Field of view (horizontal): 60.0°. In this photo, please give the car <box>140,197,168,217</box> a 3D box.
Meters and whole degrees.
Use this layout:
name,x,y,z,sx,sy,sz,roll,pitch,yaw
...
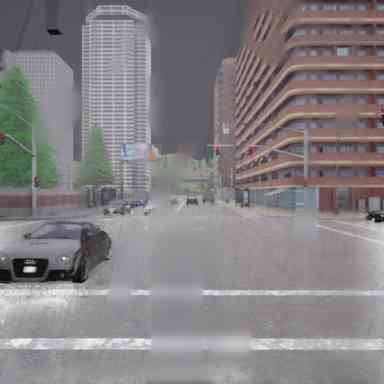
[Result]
name,x,y,z,sx,sy,sz,roll,pitch,yaw
car,-3.541,1.524,31.917,1.812,1.442,4.674,0,0,-2

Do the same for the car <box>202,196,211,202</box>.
name,x,y,z,sx,sy,sz,roll,pitch,yaw
car,3.397,1.574,78.268,1.895,1.301,4.718,0,0,0

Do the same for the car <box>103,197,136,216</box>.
name,x,y,z,sx,sy,sz,roll,pitch,yaw
car,-7.157,1.490,32.153,2.128,1.511,4.902,0,0,1

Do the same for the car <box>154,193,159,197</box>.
name,x,y,z,sx,sy,sz,roll,pitch,yaw
car,-7.089,1.545,67.534,2.033,1.411,5.357,0,0,0

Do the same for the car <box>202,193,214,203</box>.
name,x,y,z,sx,sy,sz,roll,pitch,yaw
car,3.410,1.219,68.701,2.150,2.045,5.566,0,0,0

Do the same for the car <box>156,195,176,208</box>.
name,x,y,z,sx,sy,sz,roll,pitch,yaw
car,-3.658,1.524,47.591,1.812,1.442,4.674,0,0,0

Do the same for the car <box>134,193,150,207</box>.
name,x,y,z,sx,sy,sz,roll,pitch,yaw
car,-7.149,1.211,47.010,2.150,2.045,5.566,0,1,0

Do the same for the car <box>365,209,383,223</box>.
name,x,y,z,sx,sy,sz,roll,pitch,yaw
car,15.001,1.491,23.271,5.357,1.411,2.033,0,0,-12

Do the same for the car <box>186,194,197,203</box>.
name,x,y,z,sx,sy,sz,roll,pitch,yaw
car,-0.091,1.350,69.487,2.097,1.767,4.553,0,0,0

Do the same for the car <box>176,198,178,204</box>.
name,x,y,z,sx,sy,sz,roll,pitch,yaw
car,-3.647,1.524,60.405,1.812,1.442,4.674,0,0,0

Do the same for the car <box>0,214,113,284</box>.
name,x,y,z,sx,sy,sz,roll,pitch,yaw
car,-3.612,1.543,9.406,1.994,1.385,4.181,0,0,0

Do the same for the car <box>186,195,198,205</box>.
name,x,y,z,sx,sy,sz,roll,pitch,yaw
car,0.025,1.476,57.672,1.882,1.535,5.008,0,0,0
